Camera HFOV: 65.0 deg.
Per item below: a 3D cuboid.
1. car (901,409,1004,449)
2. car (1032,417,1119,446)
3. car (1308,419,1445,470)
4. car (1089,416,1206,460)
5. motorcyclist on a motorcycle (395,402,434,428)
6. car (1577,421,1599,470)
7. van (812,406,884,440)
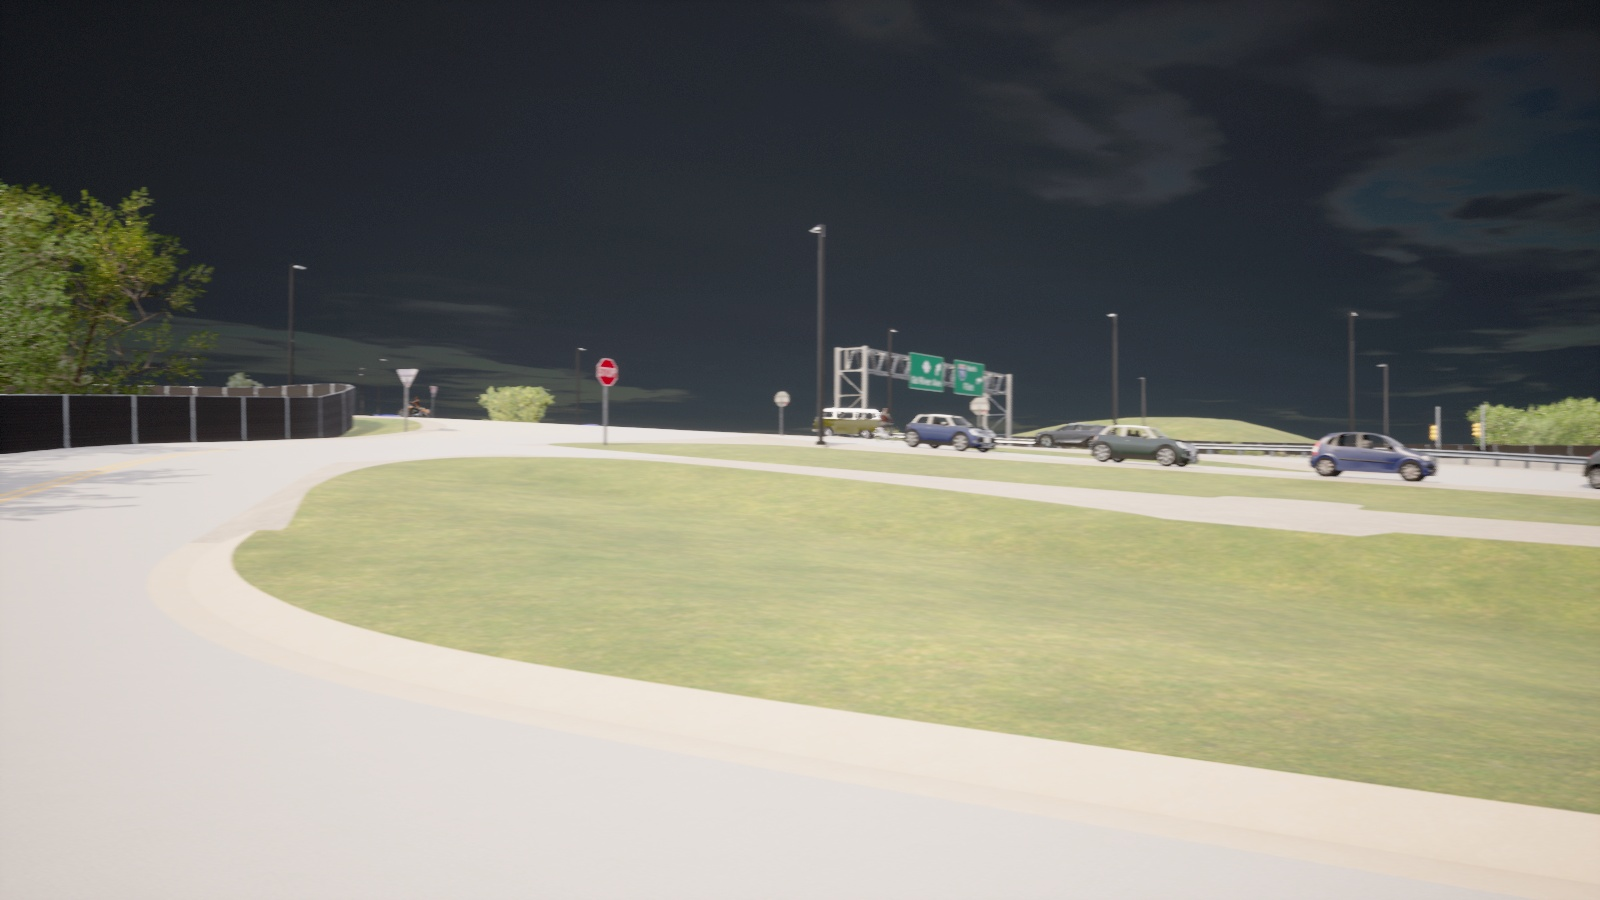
[{"bbox_3d":[6.421,-0.890,53.084,3.806,1.475,1.970,4,2,42],"label":"car"},{"bbox_3d":[17.044,-1.172,77.763,4.856,1.649,2.033,2,0,25],"label":"car"},{"bbox_3d":[19.903,-0.198,43.387,3.988,1.617,1.851,2,1,34],"label":"car"},{"bbox_3d":[13.264,-0.459,48.010,3.806,1.475,1.970,3,1,36],"label":"car"},{"bbox_3d":[-25.533,-2.292,83.103,2.350,1.649,0.766,1,0,11],"label":"motorcyclist on a motorcycle"},{"bbox_3d":[28.344,-0.090,41.074,2.152,1.651,5.027,0,2,-10],"label":"car"},{"bbox_3d":[3.156,-1.761,81.965,4.480,2.038,2.069,1,-1,9],"label":"van"}]
